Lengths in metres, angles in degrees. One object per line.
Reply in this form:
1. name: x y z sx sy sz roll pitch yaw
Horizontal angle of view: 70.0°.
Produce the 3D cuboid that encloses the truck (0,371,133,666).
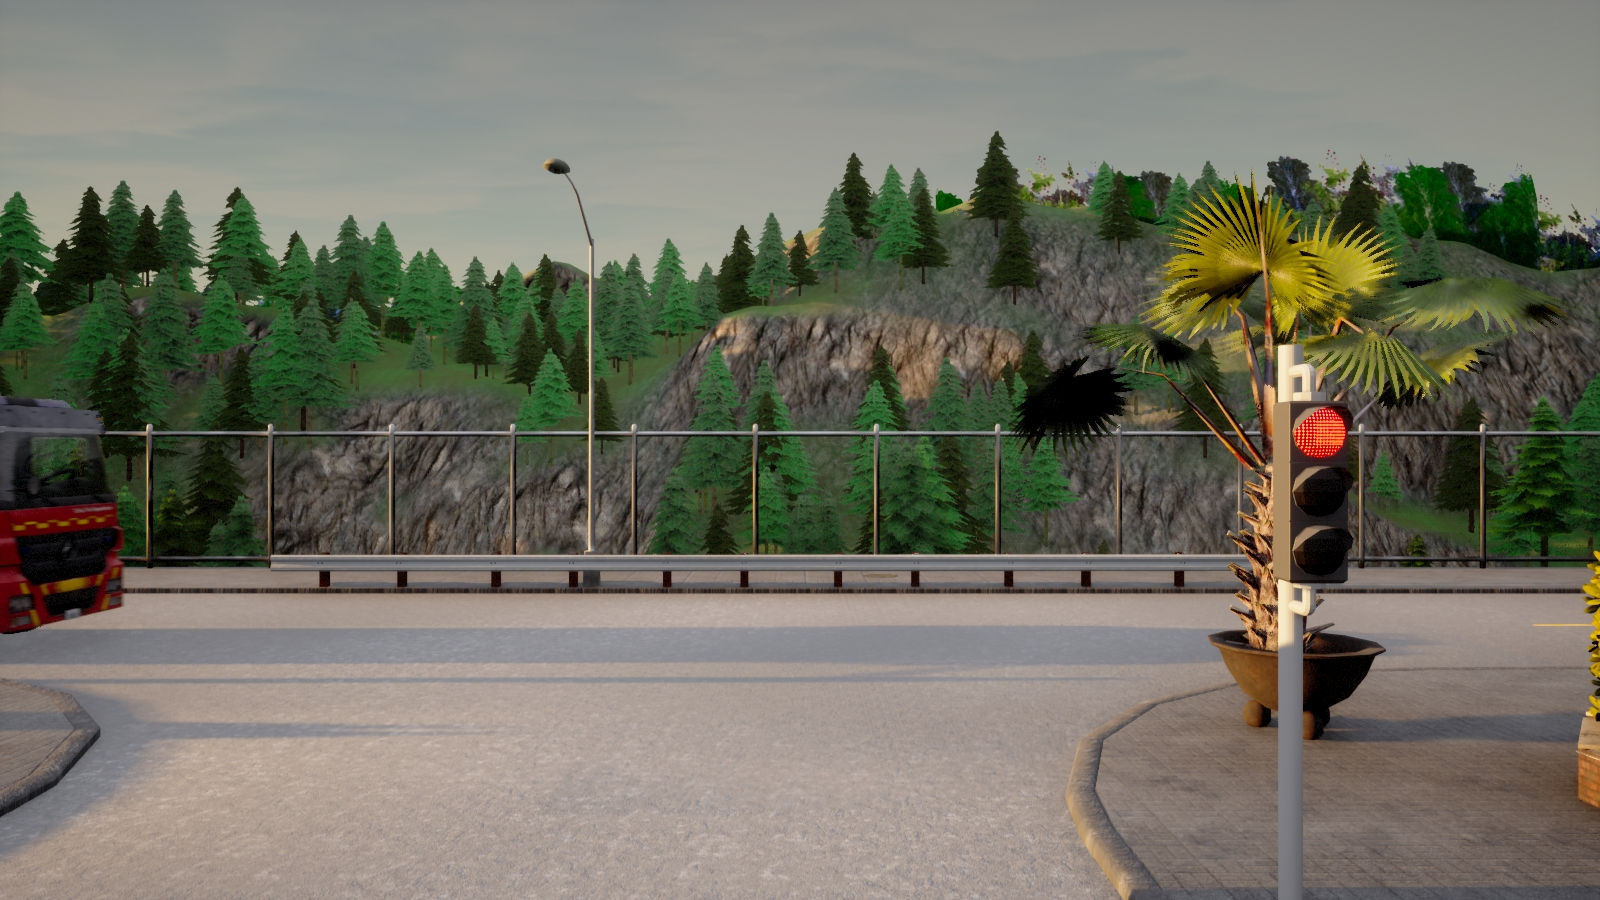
1. truck: -14.606 0.890 16.316 8.468 3.827 2.891 0 0 0
